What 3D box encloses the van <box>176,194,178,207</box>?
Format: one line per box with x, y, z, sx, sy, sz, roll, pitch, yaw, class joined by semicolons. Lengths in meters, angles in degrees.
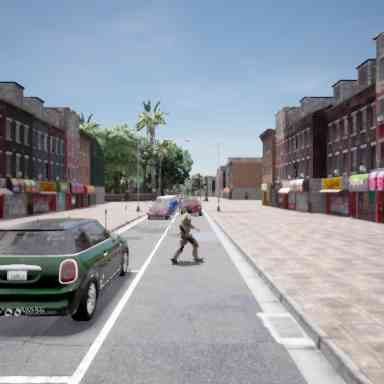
-2.840;1.366;39.345;1.690;1.788;3.998;0;0;0;van

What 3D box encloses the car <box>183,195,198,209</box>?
-0.207;1.389;47.157;2.097;1.767;4.553;0;0;0;car

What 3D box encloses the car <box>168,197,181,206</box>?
-2.925;1.601;55.737;2.008;1.369;4.403;0;0;0;car

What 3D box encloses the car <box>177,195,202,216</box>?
-0.089;1.369;33.405;2.097;1.767;4.553;0;0;1;car

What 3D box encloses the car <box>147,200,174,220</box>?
-2.783;1.591;28.416;1.802;1.307;4.206;0;0;0;car

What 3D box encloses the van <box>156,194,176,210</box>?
-2.811;1.358;33.881;1.690;1.788;3.998;0;0;0;van

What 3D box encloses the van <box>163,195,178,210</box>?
-2.868;1.374;44.809;1.690;1.788;3.998;0;0;0;van

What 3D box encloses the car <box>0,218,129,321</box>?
-2.786;1.349;7.417;2.097;1.767;4.553;0;0;0;car

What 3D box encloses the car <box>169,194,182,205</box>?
-2.953;1.377;61.201;2.192;1.841;5.009;0;0;0;car

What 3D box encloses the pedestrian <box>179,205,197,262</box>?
-0.129;1.291;10.236;0.375;1.860;0.375;0;0;0;pedestrian
